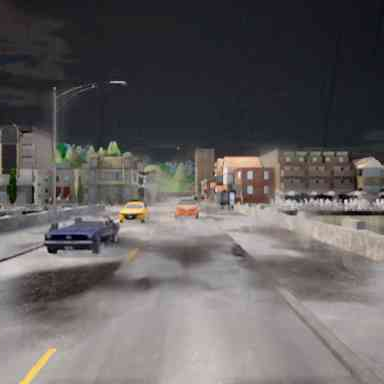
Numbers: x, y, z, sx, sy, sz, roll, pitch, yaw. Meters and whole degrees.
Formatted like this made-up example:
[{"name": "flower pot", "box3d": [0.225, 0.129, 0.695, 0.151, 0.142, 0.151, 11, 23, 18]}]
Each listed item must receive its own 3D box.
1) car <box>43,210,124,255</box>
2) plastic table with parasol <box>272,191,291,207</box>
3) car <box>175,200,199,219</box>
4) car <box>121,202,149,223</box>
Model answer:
[{"name": "car", "box3d": [-4.353, 1.662, 13.837, 1.895, 1.301, 4.718, 0, 0, -1]}, {"name": "plastic table with parasol", "box3d": [14.867, 1.161, 55.253, 2.482, 2.480, 2.482, 0, 0, -1]}, {"name": "car", "box3d": [-0.479, 1.485, 30.611, 2.097, 1.767, 4.553, 0, 0, -1]}, {"name": "car", "box3d": [-4.586, 1.595, 26.957, 1.882, 1.535, 5.008, 0, 0, -1]}]
